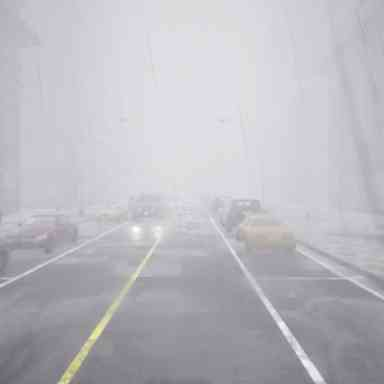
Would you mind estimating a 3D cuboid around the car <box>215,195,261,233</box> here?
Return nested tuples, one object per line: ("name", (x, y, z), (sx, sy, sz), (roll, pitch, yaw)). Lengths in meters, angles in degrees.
("car", (2.761, 1.231, 18.806), (2.192, 1.841, 5.009), (0, 0, 0))

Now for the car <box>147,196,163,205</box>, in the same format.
("car", (-5.765, 1.322, 52.507), (2.008, 1.369, 4.403), (0, 0, 0))

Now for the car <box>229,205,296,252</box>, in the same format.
("car", (2.762, 1.465, 13.358), (1.752, 1.417, 4.829), (0, 0, 0))

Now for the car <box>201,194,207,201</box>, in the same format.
("car", (2.761, 1.345, 46.893), (2.008, 1.369, 4.403), (0, 0, 0))

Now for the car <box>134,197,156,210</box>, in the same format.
("car", (-5.764, 1.369, 41.269), (2.008, 1.369, 4.403), (0, 0, 0))

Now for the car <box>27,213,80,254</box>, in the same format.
("car", (-5.763, 1.522, 13.176), (1.802, 1.307, 4.206), (0, 0, 0))

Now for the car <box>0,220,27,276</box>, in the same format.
("car", (-5.763, 1.546, 7.557), (1.802, 1.307, 4.206), (0, 0, 0))

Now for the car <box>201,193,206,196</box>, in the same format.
("car", (2.760, 1.296, 52.687), (1.752, 1.417, 4.829), (0, 0, 0))

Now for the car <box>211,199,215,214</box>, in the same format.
("car", (2.761, 1.442, 24.426), (2.008, 1.369, 4.403), (0, 0, 0))

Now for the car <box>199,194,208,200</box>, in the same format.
("car", (2.758, 1.209, 80.609), (1.887, 1.381, 4.507), (0, 0, 0))

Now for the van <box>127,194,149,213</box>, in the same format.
("van", (-5.764, 1.183, 35.650), (1.690, 1.788, 3.998), (0, 0, 0))

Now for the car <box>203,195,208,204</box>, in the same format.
("car", (2.761, 1.363, 41.281), (1.887, 1.381, 4.507), (0, 0, 0))

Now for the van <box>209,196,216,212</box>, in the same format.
("van", (2.761, 1.208, 30.043), (1.690, 1.788, 3.998), (0, 0, 0))

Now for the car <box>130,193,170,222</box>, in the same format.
("car", (-3.102, 1.108, 25.228), (2.150, 2.045, 5.566), (0, 0, 0))

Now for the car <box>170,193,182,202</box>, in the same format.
("car", (-3.012, 1.319, 65.686), (1.895, 1.301, 4.718), (0, 0, 0))

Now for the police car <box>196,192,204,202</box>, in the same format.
("police car", (2.363, 1.136, 67.917), (1.930, 1.638, 5.238), (0, 0, 0))

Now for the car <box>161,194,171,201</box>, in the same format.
("car", (-5.766, 1.250, 74.982), (1.947, 1.339, 4.313), (0, 0, 0))

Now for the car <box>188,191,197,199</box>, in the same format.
("car", (-0.003, 1.022, 85.292), (1.812, 1.442, 4.674), (0, 0, 0))

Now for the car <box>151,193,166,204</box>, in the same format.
("car", (-5.765, 1.063, 58.124), (2.192, 1.841, 5.009), (0, 0, 0))

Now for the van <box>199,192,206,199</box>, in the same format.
("van", (2.758, 0.985, 86.226), (1.690, 1.788, 3.998), (0, 0, 0))

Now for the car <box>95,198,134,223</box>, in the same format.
("car", (-5.764, 1.417, 24.243), (1.752, 1.417, 4.829), (0, 0, 0))

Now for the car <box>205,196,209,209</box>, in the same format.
("car", (2.761, 1.387, 35.663), (1.887, 1.381, 4.507), (0, 0, 0))

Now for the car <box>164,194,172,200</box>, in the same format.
("car", (-5.767, 1.190, 80.430), (1.752, 1.417, 4.829), (0, 0, 0))
